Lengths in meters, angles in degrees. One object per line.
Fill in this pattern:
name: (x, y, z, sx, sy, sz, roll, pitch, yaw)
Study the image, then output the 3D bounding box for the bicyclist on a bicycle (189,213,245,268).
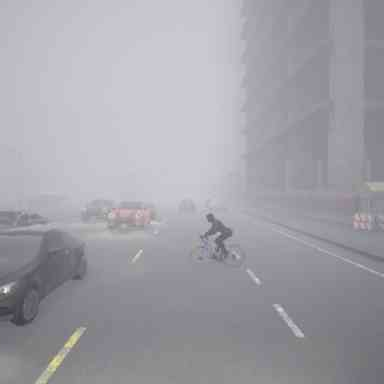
bicyclist on a bicycle: (0.724, 1.455, 9.808, 1.656, 1.620, 0.582, -2, 0, -1)

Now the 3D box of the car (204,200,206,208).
car: (2.811, 1.508, 49.274, 1.837, 1.490, 4.892, 0, 0, -1)

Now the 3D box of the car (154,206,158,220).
car: (-3.927, 1.574, 27.734, 1.994, 1.385, 4.181, 0, 0, -1)

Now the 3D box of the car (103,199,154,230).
car: (-3.914, 1.353, 21.264, 2.097, 1.767, 4.553, 0, 0, -1)

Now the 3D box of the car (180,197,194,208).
car: (-0.738, 1.481, 48.562, 1.882, 1.535, 5.008, 0, 0, 0)

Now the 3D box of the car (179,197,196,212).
car: (-0.530, 1.567, 38.741, 1.994, 1.385, 4.181, 0, 0, -1)

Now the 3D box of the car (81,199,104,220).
car: (-7.423, 1.354, 27.129, 2.097, 1.767, 4.553, 0, 0, -1)

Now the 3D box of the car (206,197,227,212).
car: (2.987, 1.528, 39.427, 1.812, 1.442, 4.674, 0, 0, 0)

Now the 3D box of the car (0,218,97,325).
car: (-3.689, 1.526, 7.237, 1.812, 1.442, 4.674, 0, 0, -1)

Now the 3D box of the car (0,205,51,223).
car: (-7.287, 1.494, 13.159, 2.128, 1.511, 4.902, 0, 0, -1)
